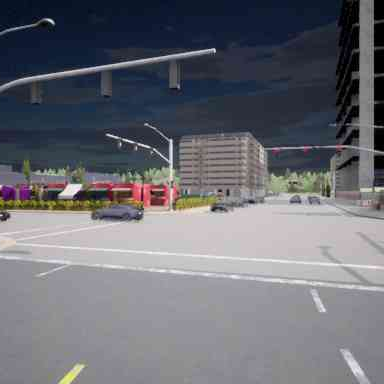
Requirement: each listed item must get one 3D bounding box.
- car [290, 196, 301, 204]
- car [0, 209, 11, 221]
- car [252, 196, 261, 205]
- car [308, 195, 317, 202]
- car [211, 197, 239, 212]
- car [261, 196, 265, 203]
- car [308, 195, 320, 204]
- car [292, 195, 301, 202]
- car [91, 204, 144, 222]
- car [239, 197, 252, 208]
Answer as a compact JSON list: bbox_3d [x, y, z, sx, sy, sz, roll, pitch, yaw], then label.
[{"bbox_3d":[20.634,1.564,66.156,1.994,1.385,4.181,0,0,18],"label":"car"},{"bbox_3d":[-16.445,1.619,26.162,4.181,1.385,1.994,0,0,19],"label":"car"},{"bbox_3d":[10.259,1.601,57.823,1.895,1.301,4.718,0,0,19],"label":"car"},{"bbox_3d":[28.108,1.524,77.696,1.812,1.442,4.674,0,0,19],"label":"car"},{"bbox_3d":[3.648,1.547,38.298,2.033,1.411,5.357,0,0,19],"label":"car"},{"bbox_3d":[13.754,1.525,67.976,2.128,1.511,4.902,0,0,19],"label":"car"},{"bbox_3d":[23.585,1.546,63.949,2.033,1.411,5.357,0,0,18],"label":"car"},{"bbox_3d":[24.686,1.540,78.503,2.033,1.411,5.357,0,0,19],"label":"car"},{"bbox_3d":[-5.897,1.610,26.434,4.181,1.385,1.994,-1,0,19],"label":"car"},{"bbox_3d":[6.993,1.505,48.184,1.837,1.490,4.892,0,0,19],"label":"car"}]
